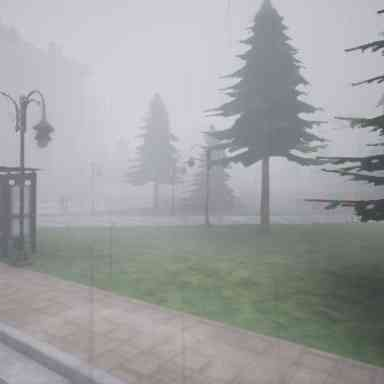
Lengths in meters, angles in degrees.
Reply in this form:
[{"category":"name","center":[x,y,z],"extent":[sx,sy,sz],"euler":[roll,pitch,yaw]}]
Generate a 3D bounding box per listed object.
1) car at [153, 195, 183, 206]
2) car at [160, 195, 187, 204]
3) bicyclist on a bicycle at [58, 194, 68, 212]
[{"category":"car","center":[-3.608,1.158,48.369],"extent":[2.128,1.511,4.902],"euler":[1,1,36]},{"category":"car","center":[-2.995,1.231,55.222],"extent":[1.895,1.301,4.718],"euler":[1,0,37]},{"category":"bicyclist on a bicycle","center":[-11.838,1.005,30.468],"extent":[1.656,1.620,0.582],"euler":[0,0,36]}]
